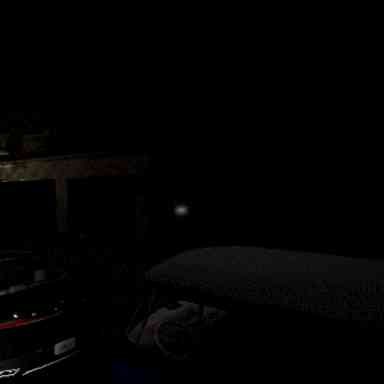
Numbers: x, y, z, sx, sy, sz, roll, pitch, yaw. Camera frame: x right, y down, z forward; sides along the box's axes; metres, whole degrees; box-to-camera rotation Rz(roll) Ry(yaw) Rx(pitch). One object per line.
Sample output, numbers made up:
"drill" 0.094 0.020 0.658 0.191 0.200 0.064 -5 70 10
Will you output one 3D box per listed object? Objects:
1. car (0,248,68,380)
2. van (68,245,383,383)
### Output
"car" -3.247 1.551 5.128 4.403 1.369 2.008 0 0 36
"van" 1.238 1.341 1.926 3.998 1.788 1.690 0 0 36
